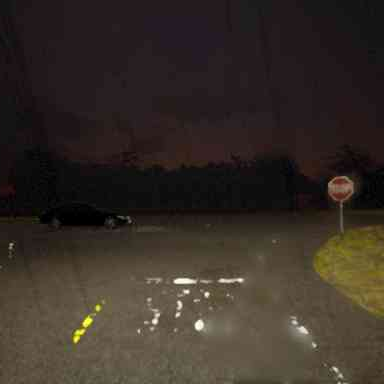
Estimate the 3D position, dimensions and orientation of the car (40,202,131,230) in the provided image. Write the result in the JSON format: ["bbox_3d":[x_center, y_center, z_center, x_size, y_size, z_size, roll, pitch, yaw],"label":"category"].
[{"bbox_3d":[-5.666,1.270,17.825,4.674,1.442,1.812,1,-1,0],"label":"car"}]
